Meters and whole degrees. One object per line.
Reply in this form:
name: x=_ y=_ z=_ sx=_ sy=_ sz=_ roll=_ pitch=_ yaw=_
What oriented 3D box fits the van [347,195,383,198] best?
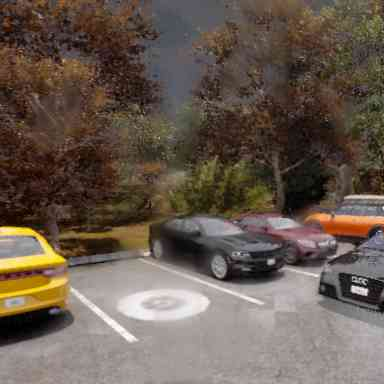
van: x=9.482 y=1.176 z=16.723 sx=1.878 sy=1.987 sz=4.442 roll=0 pitch=0 yaw=-36

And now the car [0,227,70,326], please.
car: x=-4.042 y=1.474 z=6.918 sx=2.097 sy=1.535 sz=5.008 roll=-1 pitch=0 yaw=-35

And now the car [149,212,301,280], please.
car: x=0.485 y=1.437 z=10.161 sx=2.097 sy=1.535 sz=5.008 roll=0 pitch=0 yaw=-35

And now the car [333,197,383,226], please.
car: x=7.306 y=1.282 z=14.986 sx=2.185 sy=1.767 sz=4.553 roll=0 pitch=0 yaw=-36

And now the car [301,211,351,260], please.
car: x=2.756 y=1.464 z=11.777 sx=2.002 sy=1.452 sz=4.674 roll=0 pitch=0 yaw=-35

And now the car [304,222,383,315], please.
car: x=4.517 y=1.515 z=6.908 sx=4.181 sy=1.385 sz=1.994 roll=0 pitch=0 yaw=-36
